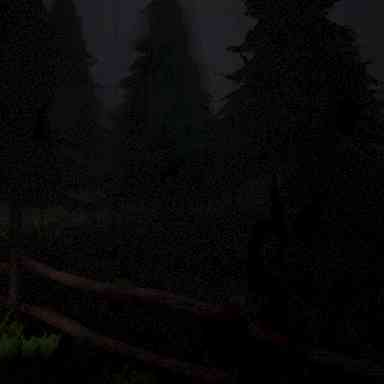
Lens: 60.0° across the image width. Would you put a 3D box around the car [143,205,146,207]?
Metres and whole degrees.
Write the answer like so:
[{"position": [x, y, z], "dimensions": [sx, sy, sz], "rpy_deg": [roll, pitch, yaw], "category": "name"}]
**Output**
[{"position": [-6.974, 1.627, 35.945], "dimensions": [4.718, 1.301, 1.895], "rpy_deg": [0, 0, -21], "category": "car"}]
